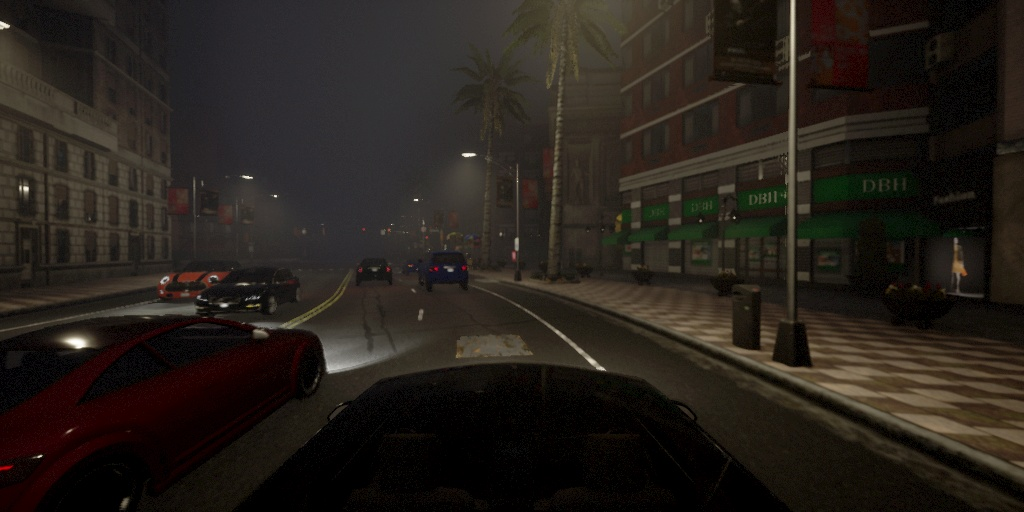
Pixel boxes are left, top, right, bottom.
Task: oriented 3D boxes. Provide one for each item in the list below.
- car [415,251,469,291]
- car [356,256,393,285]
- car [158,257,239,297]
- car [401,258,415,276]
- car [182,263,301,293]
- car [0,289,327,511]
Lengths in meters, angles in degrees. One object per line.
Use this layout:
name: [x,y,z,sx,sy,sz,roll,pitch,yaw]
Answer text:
car: [-3.947,0.752,20.163,2.150,2.045,5.566,0,1,-20]
car: [-9.055,0.848,23.584,2.097,1.767,4.553,0,1,-21]
car: [-13.883,0.947,16.452,2.097,1.767,4.553,0,1,-21]
car: [-8.585,0.921,31.747,1.812,1.442,4.674,0,1,-23]
car: [-8.893,1.138,12.550,1.837,1.490,4.892,0,1,-17]
car: [-3.716,1.296,3.690,1.994,1.385,4.181,0,1,-3]
